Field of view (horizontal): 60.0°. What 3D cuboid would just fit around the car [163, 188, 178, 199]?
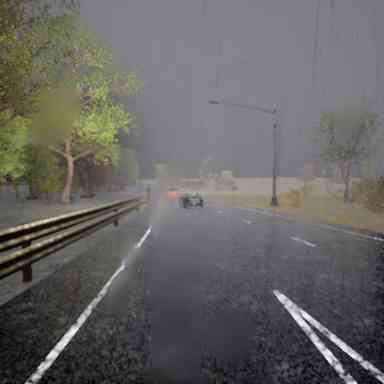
[{"bbox_3d":[-3.074,0.214,53.137,2.097,1.767,4.553,0,1,-8],"label":"car"}]

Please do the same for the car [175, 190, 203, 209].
[{"bbox_3d":[-0.108,0.802,32.455,2.128,1.511,4.902,0,1,-8],"label":"car"}]

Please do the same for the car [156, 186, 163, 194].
[{"bbox_3d":[-7.340,-0.329,82.962,1.882,1.535,5.008,0,1,-8],"label":"car"}]
